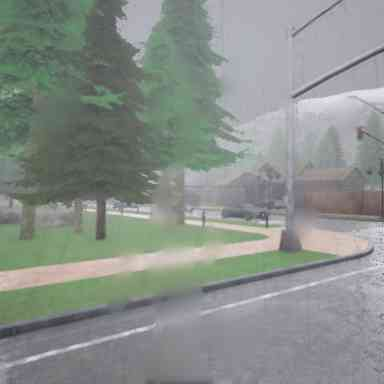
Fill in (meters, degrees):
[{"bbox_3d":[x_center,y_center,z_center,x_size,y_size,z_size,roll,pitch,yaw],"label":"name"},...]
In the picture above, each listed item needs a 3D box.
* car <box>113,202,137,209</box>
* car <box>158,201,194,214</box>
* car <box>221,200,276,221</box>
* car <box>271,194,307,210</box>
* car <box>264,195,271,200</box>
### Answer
[{"bbox_3d":[-9.002,1.554,44.700,1.994,1.385,4.181,0,0,-37],"label":"car"},{"bbox_3d":[-1.718,1.482,35.035,2.128,1.511,4.902,0,0,-37],"label":"car"},{"bbox_3d":[4.288,1.554,26.991,1.994,1.385,4.181,0,0,-37],"label":"car"},{"bbox_3d":[11.713,1.167,38.678,4.605,1.855,1.932,0,0,-37],"label":"car"},{"bbox_3d":[9.894,1.169,40.456,3.866,1.878,1.905,0,0,-37],"label":"car"}]
